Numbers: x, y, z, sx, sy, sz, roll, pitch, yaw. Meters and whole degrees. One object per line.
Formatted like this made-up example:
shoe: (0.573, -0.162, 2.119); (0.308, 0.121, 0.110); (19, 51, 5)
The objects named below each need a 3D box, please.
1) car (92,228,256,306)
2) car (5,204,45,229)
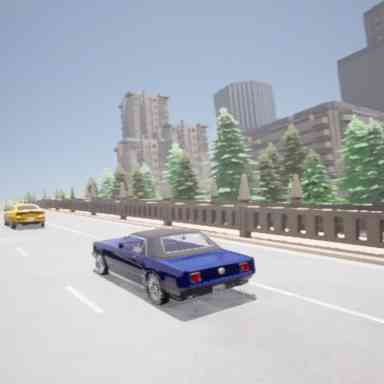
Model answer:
car: (-0.804, 1.546, 8.053); (1.895, 1.301, 4.718); (-2, 1, -36)
car: (-11.406, 1.536, 22.581); (1.882, 1.535, 5.008); (-2, 1, -36)
